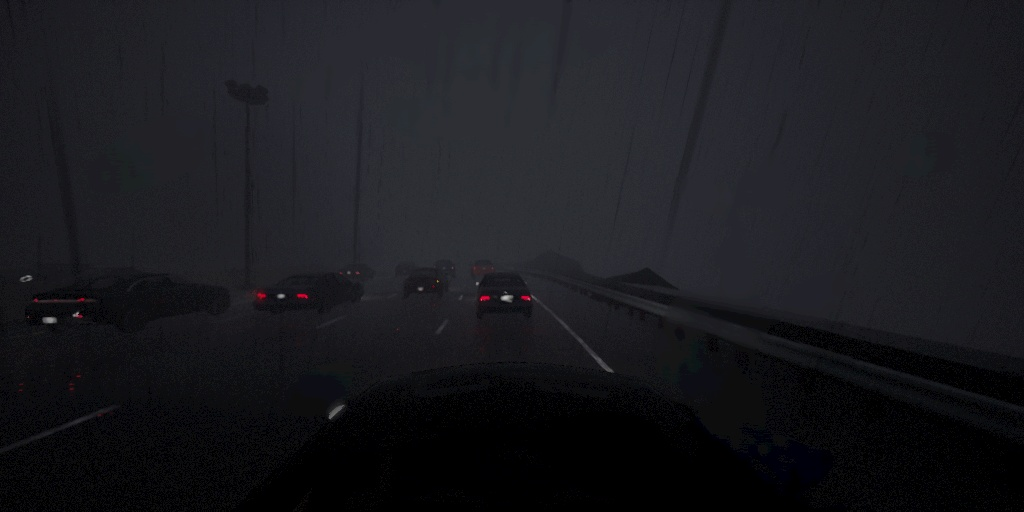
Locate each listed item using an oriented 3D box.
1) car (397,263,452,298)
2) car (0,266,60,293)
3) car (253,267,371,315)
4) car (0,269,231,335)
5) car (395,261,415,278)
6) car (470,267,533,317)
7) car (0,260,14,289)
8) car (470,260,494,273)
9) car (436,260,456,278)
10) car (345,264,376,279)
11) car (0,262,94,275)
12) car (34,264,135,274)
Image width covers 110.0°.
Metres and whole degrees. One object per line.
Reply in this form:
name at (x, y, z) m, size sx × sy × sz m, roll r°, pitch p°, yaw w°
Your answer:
car at (-4.335, 1.290, 18.446) m, size 1.812 × 1.442 × 4.674 m, roll 0°, pitch 0°, yaw -5°
car at (-29.340, 1.339, 20.338) m, size 1.812 × 1.442 × 4.674 m, roll 0°, pitch 0°, yaw -7°
car at (-7.410, 1.316, 13.748) m, size 2.033 × 1.411 × 5.357 m, roll 0°, pitch 0°, yaw -4°
car at (-10.759, 1.265, 10.678) m, size 2.128 × 1.511 × 4.902 m, roll 0°, pitch 0°, yaw -3°
car at (-10.136, 1.258, 34.902) m, size 1.882 × 1.535 × 5.008 m, roll 0°, pitch 0°, yaw -10°
car at (-0.356, 1.302, 13.130) m, size 2.033 × 1.411 × 5.357 m, roll 0°, pitch 0°, yaw -4°
car at (-32.916, 1.173, 20.754) m, size 2.097 × 1.767 × 4.553 m, roll 0°, pitch 0°, yaw -7°
car at (-2.815, 1.118, 33.645) m, size 2.097 × 1.767 × 4.553 m, roll 0°, pitch 0°, yaw -9°
car at (-6.446, 1.125, 34.123) m, size 2.097 × 1.767 × 4.553 m, roll 0°, pitch 0°, yaw -10°
car at (-12.740, 1.331, 29.616) m, size 2.033 × 1.411 × 5.357 m, roll 0°, pitch 0°, yaw -9°
car at (-25.788, 1.158, 20.047) m, size 2.097 × 1.767 × 4.553 m, roll 0°, pitch 0°, yaw -7°
car at (-22.220, 1.325, 19.670) m, size 1.812 × 1.442 × 4.674 m, roll 0°, pitch 0°, yaw -7°
